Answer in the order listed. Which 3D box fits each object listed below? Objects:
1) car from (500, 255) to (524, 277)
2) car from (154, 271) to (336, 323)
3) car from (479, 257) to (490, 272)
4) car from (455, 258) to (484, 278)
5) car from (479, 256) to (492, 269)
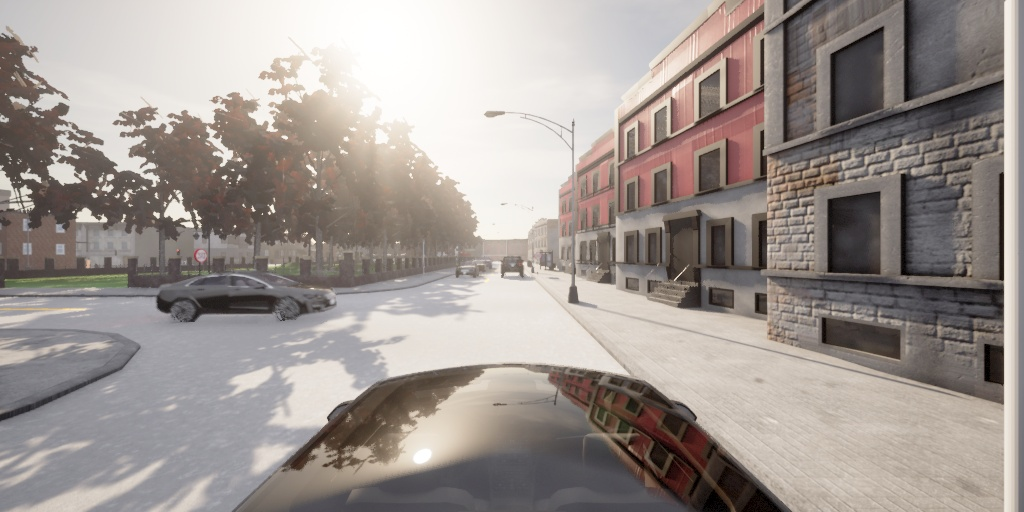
[{"bbox_3d":[0.030,0.966,35.896,2.150,2.045,5.566,0,0,0],"label":"car"},{"bbox_3d":[-8.377,1.240,11.579,4.902,1.511,2.128,0,0,-6],"label":"car"},{"bbox_3d":[-4.205,1.221,44.317,1.882,1.535,5.008,0,0,0],"label":"car"},{"bbox_3d":[-4.184,1.236,34.169,2.128,1.511,4.902,0,0,0],"label":"car"},{"bbox_3d":[-4.205,0.963,55.051,2.150,2.045,5.566,0,0,0],"label":"car"}]
